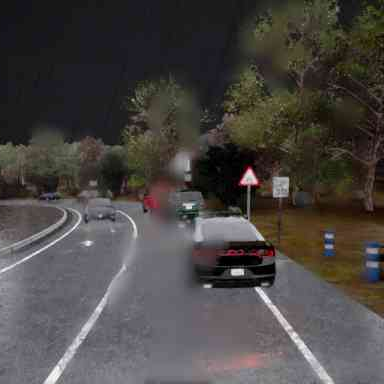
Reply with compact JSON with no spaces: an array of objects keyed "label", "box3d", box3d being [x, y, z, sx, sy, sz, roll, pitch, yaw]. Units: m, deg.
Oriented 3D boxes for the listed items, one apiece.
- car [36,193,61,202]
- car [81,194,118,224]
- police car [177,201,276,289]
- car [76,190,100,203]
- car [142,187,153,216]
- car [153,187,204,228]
[{"label":"car","box3d":[-23.801,0.861,54.968,4.718,1.301,1.895,-2,4,38]},{"label":"car","box3d":[-6.037,1.118,21.718,1.837,1.490,4.892,-2,1,-17]},{"label":"police car","box3d":[0.715,1.291,9.053,1.930,1.638,5.238,0,2,-4]},{"label":"car","box3d":[-14.000,0.494,44.939,2.097,1.767,4.553,-5,3,-39]},{"label":"car","box3d":[-2.371,0.636,25.322,2.150,2.045,5.566,-2,2,-18]},{"label":"car","box3d":[-0.722,0.799,19.272,2.150,2.045,5.566,-1,2,-12]}]
